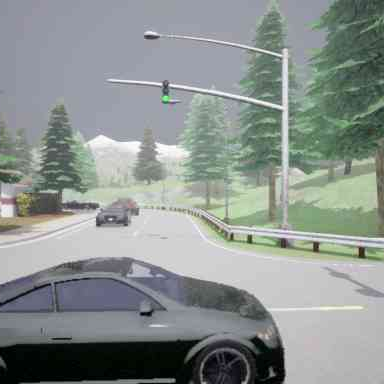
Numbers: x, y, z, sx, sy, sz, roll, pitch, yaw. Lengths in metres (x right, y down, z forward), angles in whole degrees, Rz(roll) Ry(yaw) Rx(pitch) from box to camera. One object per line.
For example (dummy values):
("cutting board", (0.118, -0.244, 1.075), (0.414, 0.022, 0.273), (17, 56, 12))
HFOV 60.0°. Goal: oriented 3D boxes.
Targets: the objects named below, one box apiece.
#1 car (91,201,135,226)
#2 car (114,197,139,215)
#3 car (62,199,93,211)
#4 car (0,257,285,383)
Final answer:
("car", (-5.249, 1.529, 22.700), (1.994, 1.385, 4.181), (0, 0, -5))
("car", (-6.578, 1.304, 32.436), (2.097, 1.767, 4.553), (0, 0, -22))
("car", (-13.535, 1.546, 39.832), (4.718, 1.301, 1.895), (0, 0, 11))
("car", (-0.963, 1.623, 4.394), (4.181, 1.385, 1.994), (1, 0, -4))
